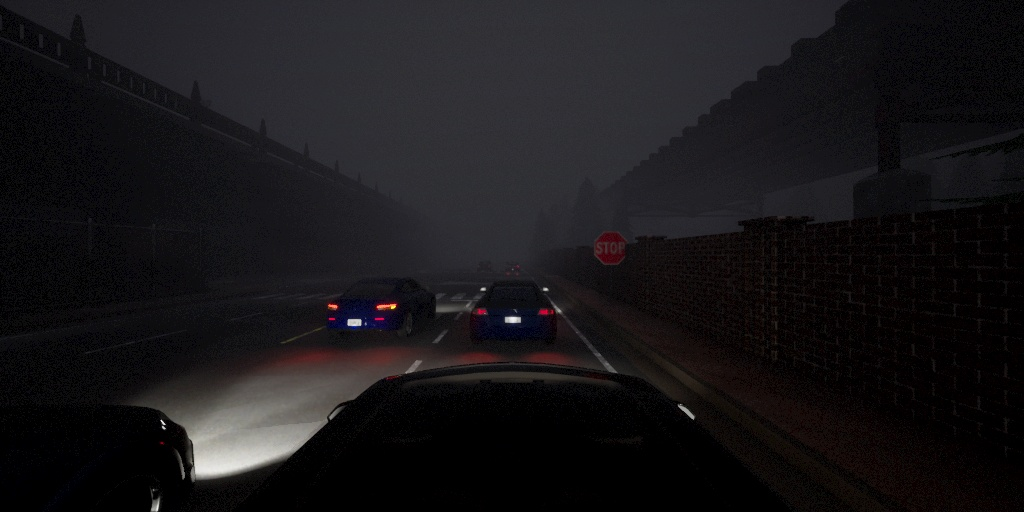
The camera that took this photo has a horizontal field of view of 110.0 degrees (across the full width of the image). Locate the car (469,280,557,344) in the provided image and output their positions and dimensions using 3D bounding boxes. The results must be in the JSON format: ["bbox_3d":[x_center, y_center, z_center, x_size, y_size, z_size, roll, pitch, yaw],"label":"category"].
[{"bbox_3d":[0.061,1.314,9.551,1.994,1.385,4.181,0,0,1],"label":"car"}]

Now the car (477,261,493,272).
[{"bbox_3d":[-3.433,1.297,45.986,2.033,1.411,5.357,0,0,-1],"label":"car"}]

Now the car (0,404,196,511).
[{"bbox_3d":[-3.399,1.314,0.974,1.994,1.385,4.181,0,0,0],"label":"car"}]

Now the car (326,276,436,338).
[{"bbox_3d":[-3.421,1.276,10.070,1.812,1.442,4.674,0,0,0],"label":"car"}]

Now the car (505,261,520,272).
[{"bbox_3d":[0.060,1.351,46.254,1.895,1.301,4.718,0,0,-1],"label":"car"}]
